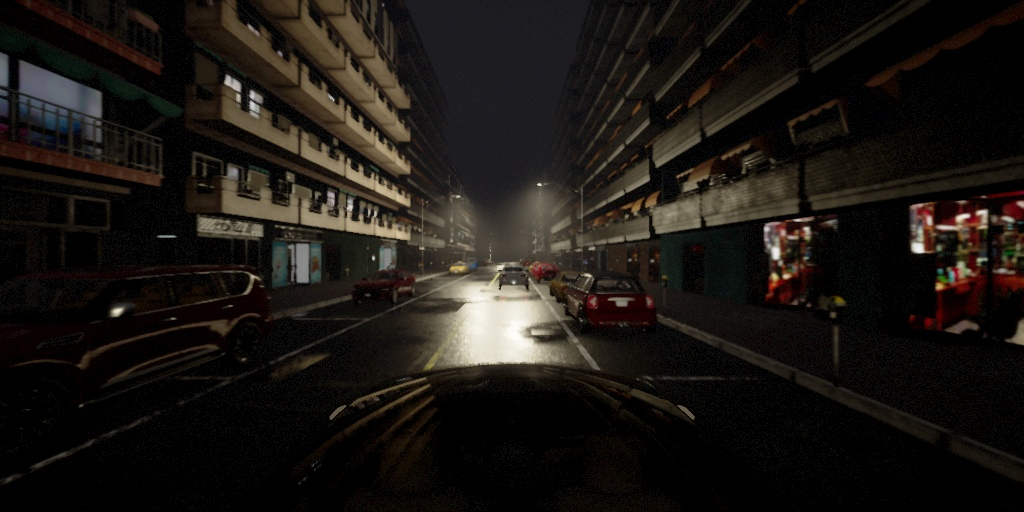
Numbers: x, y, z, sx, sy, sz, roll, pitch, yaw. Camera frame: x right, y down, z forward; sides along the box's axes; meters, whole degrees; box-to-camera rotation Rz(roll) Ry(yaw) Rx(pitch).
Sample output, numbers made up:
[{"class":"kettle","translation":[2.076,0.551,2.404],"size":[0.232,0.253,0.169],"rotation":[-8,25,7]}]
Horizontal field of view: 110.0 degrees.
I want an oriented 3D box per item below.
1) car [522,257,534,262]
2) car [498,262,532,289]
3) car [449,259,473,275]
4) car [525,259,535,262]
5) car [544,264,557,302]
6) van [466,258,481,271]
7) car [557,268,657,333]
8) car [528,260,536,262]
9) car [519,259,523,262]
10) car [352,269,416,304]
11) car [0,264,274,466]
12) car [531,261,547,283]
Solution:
[{"class":"car","translation":[2.695,1.120,56.010],"size":[2.192,1.841,5.009],"rotation":[0,0,0]},{"class":"car","translation":[0.102,1.285,22.854],"size":[1.812,1.442,4.674],"rotation":[0,0,0]},{"class":"car","translation":[-5.687,1.298,38.881],"size":[1.751,1.417,4.829],"rotation":[0,0,0]},{"class":"car","translation":[2.693,1.298,39.197],"size":[1.751,1.417,4.829],"rotation":[0,0,0]},{"class":"car","translation":[2.691,1.281,16.549],"size":[1.751,1.417,4.829],"rotation":[0,0,0]},{"class":"van","translation":[-5.686,1.133,50.374],"size":[1.690,1.789,3.998],"rotation":[0,0,0]},{"class":"car","translation":[2.691,1.191,10.717],"size":[1.967,1.591,4.097],"rotation":[0,0,0]},{"class":"car","translation":[2.693,1.311,33.369],"size":[1.888,1.381,4.507],"rotation":[0,0,0]},{"class":"car","translation":[0.103,1.381,44.601],"size":[1.895,1.301,4.718],"rotation":[0,0,0]},{"class":"car","translation":[-5.689,1.301,16.403],"size":[1.888,1.381,4.507],"rotation":[0,0,0]},{"class":"car","translation":[-5.690,1.066,5.080],"size":[2.192,1.841,5.009],"rotation":[0,0,0]},{"class":"car","translation":[2.692,1.308,27.704],"size":[1.888,1.381,4.507],"rotation":[0,0,0]}]
